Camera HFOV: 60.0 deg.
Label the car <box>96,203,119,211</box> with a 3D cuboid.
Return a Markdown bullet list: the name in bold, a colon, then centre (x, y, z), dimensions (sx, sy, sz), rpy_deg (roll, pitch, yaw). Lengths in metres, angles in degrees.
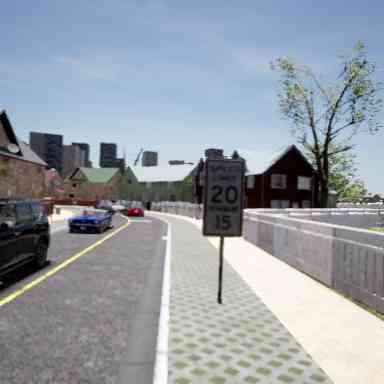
- **car**: centre (-10.950, 2.039, 41.439), dimensions (1.994, 1.385, 4.181), rpy_deg (3, -2, -26)

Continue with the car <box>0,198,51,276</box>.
- **car**: centre (-5.415, 1.197, 8.379), dimensions (2.150, 2.045, 5.566), rpy_deg (2, -1, -4)

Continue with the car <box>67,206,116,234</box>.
- **car**: centre (-6.275, 1.773, 20.887), dimensions (1.895, 1.301, 4.718), rpy_deg (2, -1, -4)

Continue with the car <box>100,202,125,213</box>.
- **car**: centre (-11.533, 2.217, 47.908), dimensions (1.895, 1.301, 4.718), rpy_deg (3, -2, -34)

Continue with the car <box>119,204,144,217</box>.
- **car**: centre (-6.915, 2.132, 38.949), dimensions (1.994, 1.385, 4.181), rpy_deg (3, -2, -21)
